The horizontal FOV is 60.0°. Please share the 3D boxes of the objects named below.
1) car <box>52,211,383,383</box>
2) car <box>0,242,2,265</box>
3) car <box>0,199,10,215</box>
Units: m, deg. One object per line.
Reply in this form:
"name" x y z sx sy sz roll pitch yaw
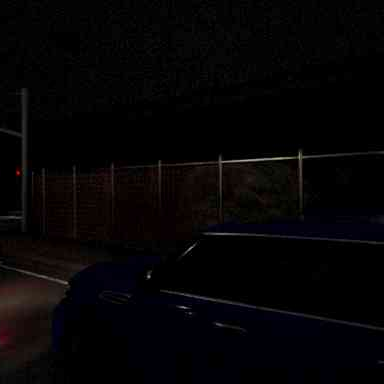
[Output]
"car" 0.964 1.222 3.303 5.566 2.045 2.150 0 0 35
"car" -7.154 1.492 9.093 4.902 1.511 2.128 0 0 33
"car" -20.148 1.407 31.886 2.097 1.767 4.553 0 0 37
